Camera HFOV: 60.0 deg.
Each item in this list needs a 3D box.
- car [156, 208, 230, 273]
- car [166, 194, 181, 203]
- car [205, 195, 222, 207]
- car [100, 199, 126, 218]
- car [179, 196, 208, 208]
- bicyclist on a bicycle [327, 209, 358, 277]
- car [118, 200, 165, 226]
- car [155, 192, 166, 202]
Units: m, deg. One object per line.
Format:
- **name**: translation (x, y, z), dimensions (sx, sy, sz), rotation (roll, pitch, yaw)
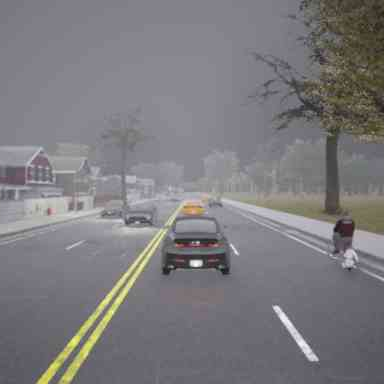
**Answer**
- **car**: translation (0.101, 1.480, 10.506), dimensions (1.837, 1.490, 4.892), rotation (0, 0, 0)
- **car**: translation (-3.277, 1.201, 64.406), dimensions (2.097, 1.767, 4.553), rotation (0, 0, 0)
- **car**: translation (3.342, 1.426, 49.121), dimensions (2.033, 1.411, 5.357), rotation (0, 0, 0)
- **car**: translation (-6.601, 1.435, 29.176), dimensions (1.837, 1.490, 4.892), rotation (0, 0, 0)
- **car**: translation (0.098, 1.409, 29.093), dimensions (1.882, 1.535, 5.008), rotation (0, 0, 0)
- **bicyclist on a bicycle**: translation (4.146, 1.349, 9.254), dimensions (0.659, 1.776, 1.843), rotation (0, 0, 0)
- **car**: translation (-3.352, 1.492, 23.123), dimensions (2.033, 1.411, 5.357), rotation (0, 0, 0)
- **car**: translation (-6.509, 1.036, 69.865), dimensions (2.150, 2.045, 5.566), rotation (0, 0, 0)
